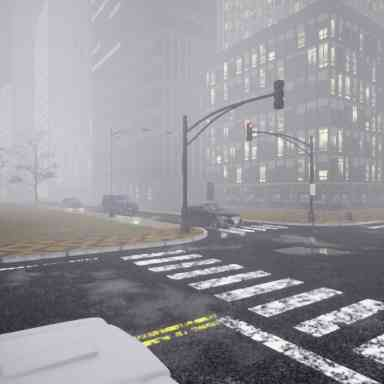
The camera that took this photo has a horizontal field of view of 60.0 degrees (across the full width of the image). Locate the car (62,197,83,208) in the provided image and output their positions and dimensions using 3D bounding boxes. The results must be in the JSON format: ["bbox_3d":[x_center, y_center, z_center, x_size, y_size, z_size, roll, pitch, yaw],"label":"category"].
[{"bbox_3d":[-17.240,1.486,47.745,1.882,1.535,5.008,0,0,-35],"label":"car"}]

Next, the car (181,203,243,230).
[{"bbox_3d":[1.207,1.501,21.540,2.128,1.511,4.902,0,0,-35],"label":"car"}]

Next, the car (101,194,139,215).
[{"bbox_3d":[-7.444,1.229,33.809,2.150,2.045,5.566,0,0,-35],"label":"car"}]

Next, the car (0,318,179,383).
[{"bbox_3d":[-2.276,1.601,1.819,4.718,1.301,1.895,0,0,-36],"label":"car"}]
